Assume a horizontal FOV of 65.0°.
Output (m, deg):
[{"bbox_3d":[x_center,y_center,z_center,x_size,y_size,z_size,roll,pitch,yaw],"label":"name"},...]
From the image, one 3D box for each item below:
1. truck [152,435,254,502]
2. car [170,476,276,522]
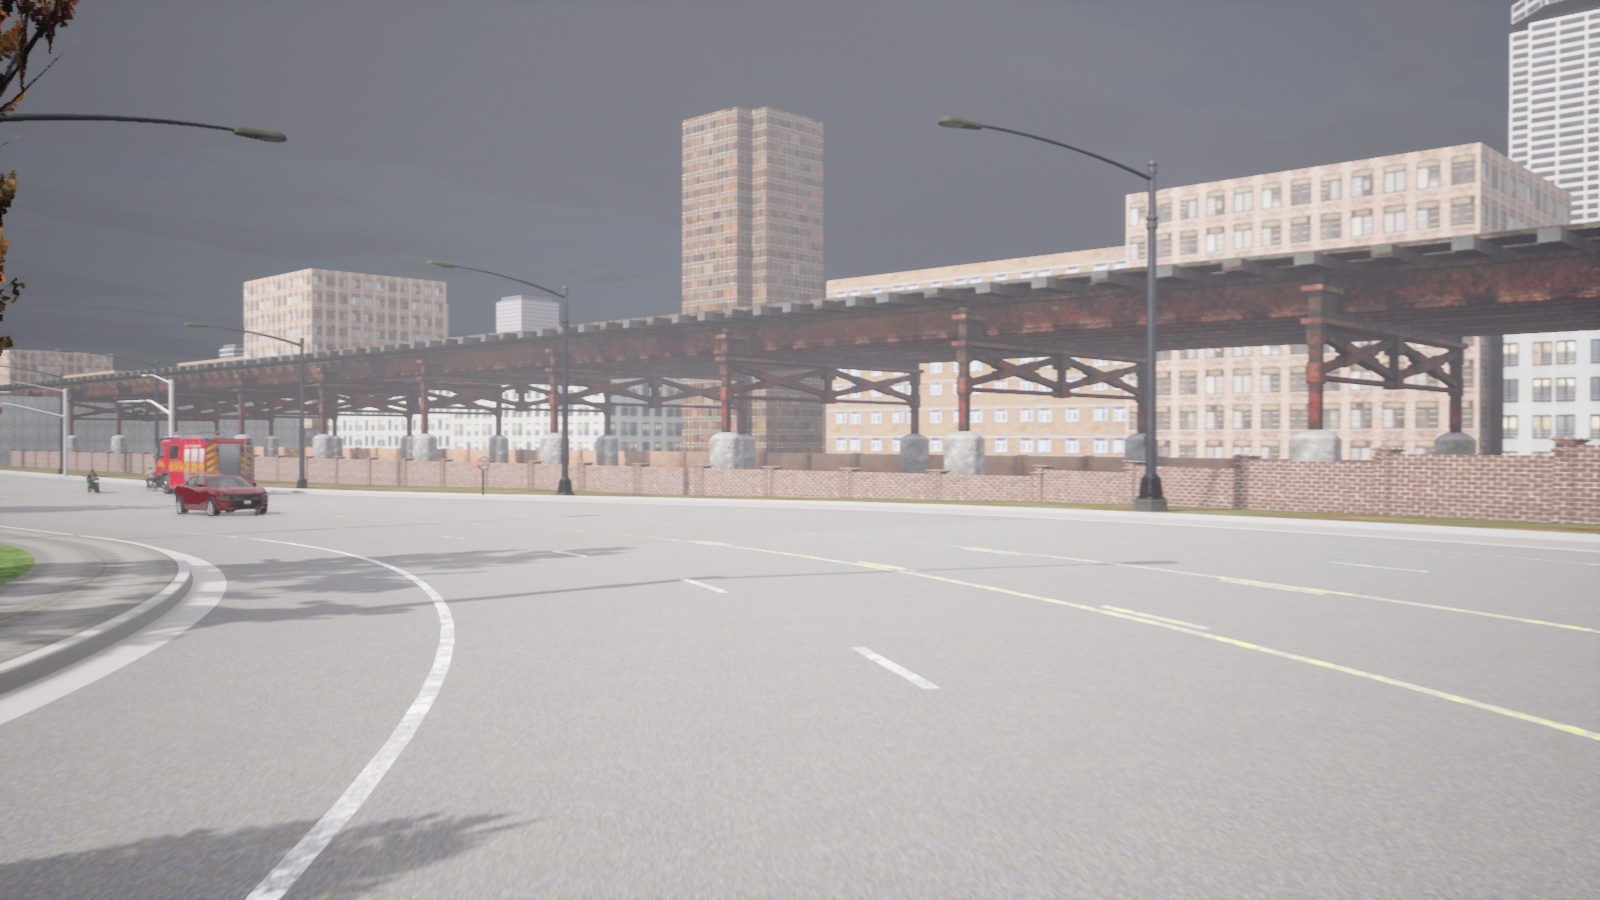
[{"bbox_3d":[-36.063,1.071,75.663,2.891,3.827,8.468,-1,0,-45],"label":"truck"},{"bbox_3d":[-21.001,1.759,45.609,1.882,1.535,5.008,-1,-1,-45],"label":"car"}]
